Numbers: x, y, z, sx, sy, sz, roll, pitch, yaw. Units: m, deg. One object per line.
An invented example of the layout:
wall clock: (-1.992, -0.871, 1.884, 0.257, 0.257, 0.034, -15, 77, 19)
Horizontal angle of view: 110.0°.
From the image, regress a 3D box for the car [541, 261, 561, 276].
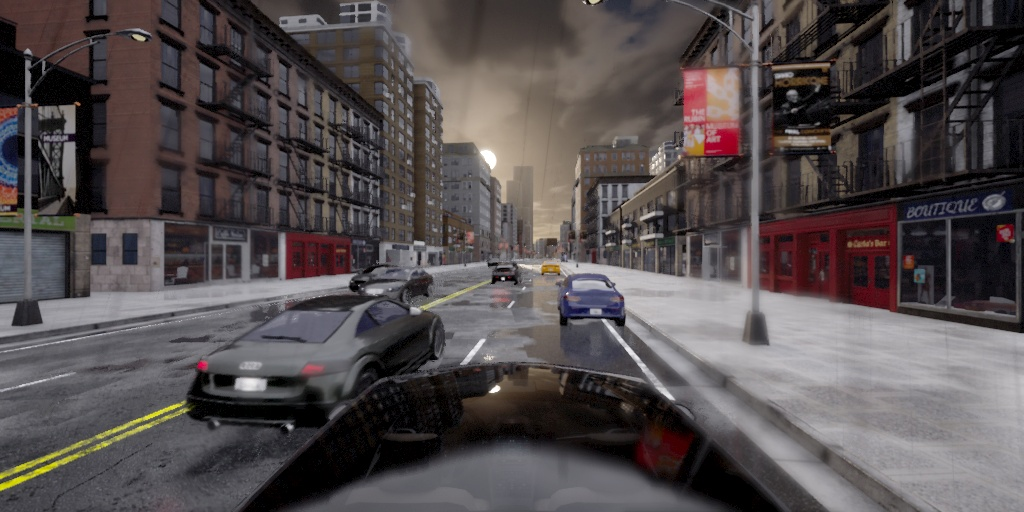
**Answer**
car: (4.120, 1.230, 38.063, 1.882, 1.535, 5.008, 0, 0, 6)

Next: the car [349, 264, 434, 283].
car: (-4.919, 1.246, 15.839, 2.128, 1.511, 4.902, 0, 0, 6)

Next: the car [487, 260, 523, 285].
car: (-0.326, 1.259, 26.500, 1.837, 1.490, 4.892, 0, 0, 6)

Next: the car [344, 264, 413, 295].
car: (-7.635, 1.260, 21.074, 1.837, 1.490, 4.892, 0, 0, 6)

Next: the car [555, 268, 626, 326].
car: (2.413, 1.278, 11.573, 1.812, 1.442, 4.674, 0, 0, 6)

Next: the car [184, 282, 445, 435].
car: (-2.514, 1.315, 5.733, 1.994, 1.385, 4.181, 0, 0, 6)

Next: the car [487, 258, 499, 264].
car: (-3.128, 1.105, 63.518, 2.097, 1.767, 4.553, 0, 0, 6)
